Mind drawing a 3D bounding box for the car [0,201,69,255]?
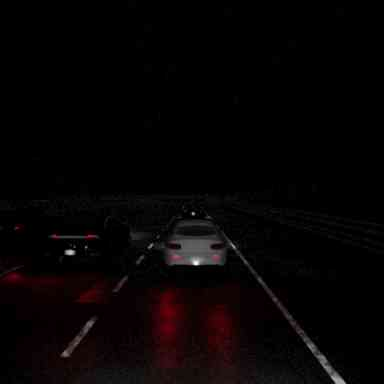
[{"bbox_3d":[-6.900,1.401,13.659,2.097,1.767,4.553,0,0,0],"label":"car"}]

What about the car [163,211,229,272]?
[{"bbox_3d":[0.101,1.558,10.740,1.812,1.442,4.674,0,0,0],"label":"car"}]

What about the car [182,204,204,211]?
[{"bbox_3d":[0.100,1.767,29.351,1.994,1.385,4.181,0,-1,0],"label":"car"}]

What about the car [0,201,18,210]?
[{"bbox_3d":[-31.500,2.219,56.193,1.895,1.301,4.718,0,-1,0],"label":"car"}]

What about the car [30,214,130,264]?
[{"bbox_3d":[-3.499,1.530,11.970,2.128,1.511,4.902,0,0,0],"label":"car"}]
